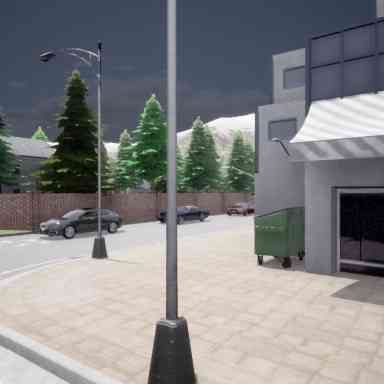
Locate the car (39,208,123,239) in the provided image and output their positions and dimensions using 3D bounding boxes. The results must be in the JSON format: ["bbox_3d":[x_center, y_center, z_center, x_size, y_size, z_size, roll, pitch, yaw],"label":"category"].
[{"bbox_3d":[-6.158,1.681,18.908,1.837,1.490,4.892,0,0,36],"label":"car"}]

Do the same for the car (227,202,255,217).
[{"bbox_3d":[5.290,1.740,34.356,1.994,1.385,4.181,0,0,36],"label":"car"}]

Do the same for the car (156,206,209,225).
[{"bbox_3d":[-0.644,1.777,26.353,1.895,1.301,4.718,0,0,36],"label":"car"}]
